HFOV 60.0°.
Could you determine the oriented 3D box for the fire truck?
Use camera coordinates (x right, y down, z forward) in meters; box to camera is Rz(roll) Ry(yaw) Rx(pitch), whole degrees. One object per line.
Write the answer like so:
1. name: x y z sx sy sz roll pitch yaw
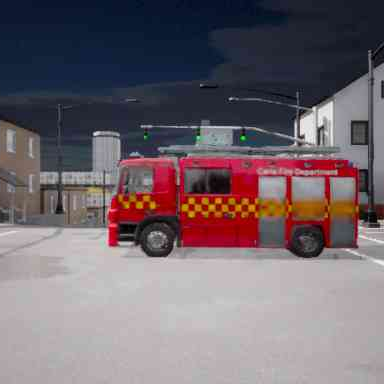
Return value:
1. fire truck: 1.416 0.331 12.375 8.468 3.827 2.891 0 0 -1
